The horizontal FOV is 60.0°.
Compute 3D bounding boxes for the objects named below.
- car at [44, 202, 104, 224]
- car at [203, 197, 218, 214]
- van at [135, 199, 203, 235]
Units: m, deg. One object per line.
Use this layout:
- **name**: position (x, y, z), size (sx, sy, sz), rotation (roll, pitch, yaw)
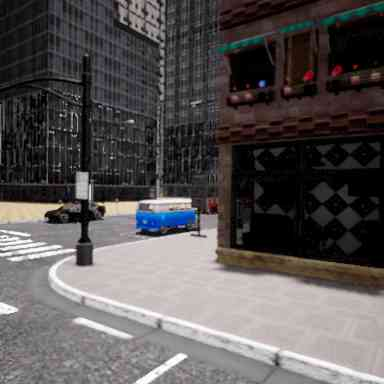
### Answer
- **car**: position (-8.179, 1.377, 23.433), size (1.947, 1.339, 4.313), rotation (2, 1, 35)
- **car**: position (1.749, 1.313, 32.918), size (1.882, 1.535, 5.008), rotation (1, 1, 35)
- **van**: position (-1.347, 1.315, 18.574), size (1.690, 1.788, 3.998), rotation (2, 1, 35)
